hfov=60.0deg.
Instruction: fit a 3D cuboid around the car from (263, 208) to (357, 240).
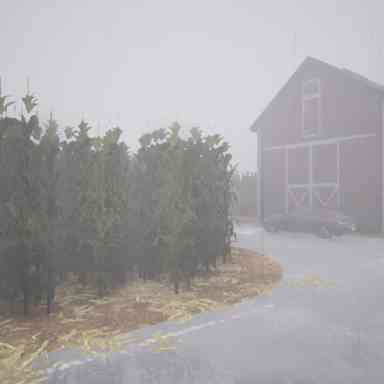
[{"bbox_3d":[5.901,1.525,17.072,1.812,1.442,4.674,-1,1,-45],"label":"car"}]
